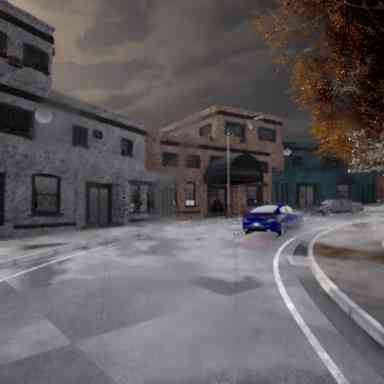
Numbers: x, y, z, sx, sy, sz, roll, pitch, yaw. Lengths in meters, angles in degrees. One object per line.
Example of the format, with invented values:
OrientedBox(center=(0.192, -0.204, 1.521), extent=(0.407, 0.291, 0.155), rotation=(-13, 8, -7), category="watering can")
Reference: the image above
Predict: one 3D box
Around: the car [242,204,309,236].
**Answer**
OrientedBox(center=(4.425, 1.350, 17.808), extent=(1.882, 1.535, 5.008), rotation=(-3, -1, 34), category="car")

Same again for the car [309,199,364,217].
OrientedBox(center=(12.104, 1.294, 28.434), extent=(5.357, 1.411, 2.033), rotation=(-2, -2, -22), category="car")
